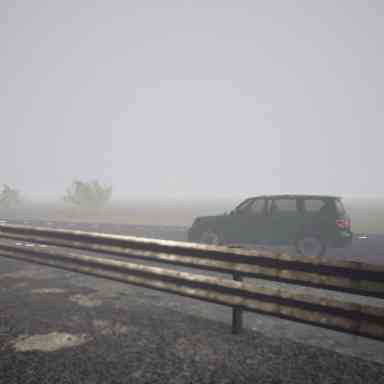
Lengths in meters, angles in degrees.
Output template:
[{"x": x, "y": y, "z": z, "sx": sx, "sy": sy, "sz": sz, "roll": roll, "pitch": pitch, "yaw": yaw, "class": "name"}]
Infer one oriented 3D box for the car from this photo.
[{"x": 2.621, "y": 1.112, "z": 11.792, "sx": 5.566, "sy": 2.045, "sz": 2.150, "roll": 0, "pitch": 0, "yaw": 22, "class": "car"}]
